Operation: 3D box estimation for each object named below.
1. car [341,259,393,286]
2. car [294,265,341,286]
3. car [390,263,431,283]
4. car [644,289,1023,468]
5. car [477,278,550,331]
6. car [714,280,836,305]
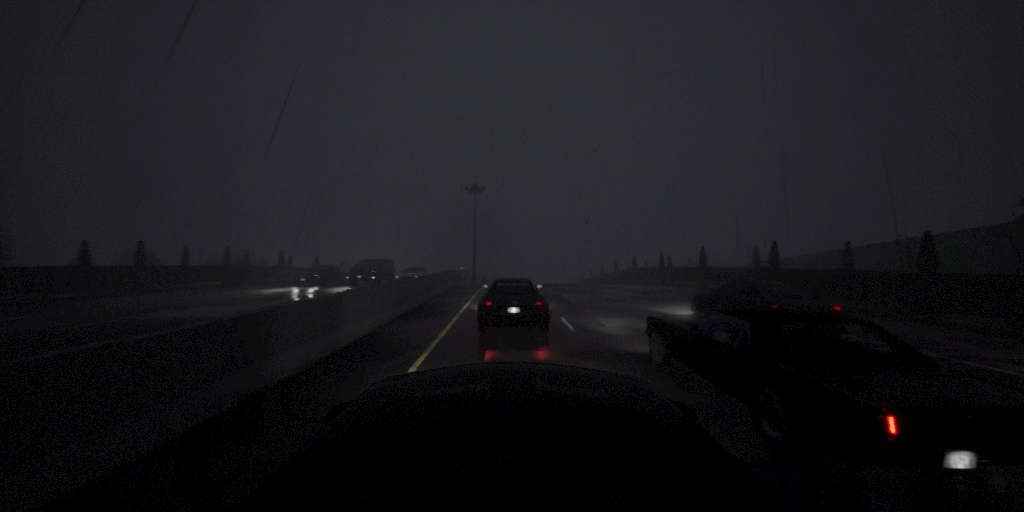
[{"bbox_3d":[-10.837,1.229,28.177,2.150,2.045,5.566,0,-3,0],"label":"car"},{"bbox_3d":[-14.332,1.440,27.020,2.128,1.511,4.902,0,-2,0],"label":"car"},{"bbox_3d":[-7.332,1.490,26.988,1.812,1.442,4.674,0,-2,0],"label":"car"},{"bbox_3d":[3.604,1.377,5.127,1.895,1.301,4.718,0,0,-1],"label":"car"},{"bbox_3d":[0.019,1.355,11.130,1.994,1.385,4.181,0,0,-1],"label":"car"},{"bbox_3d":[7.030,1.373,10.380,1.994,1.385,4.181,0,0,-1],"label":"car"}]
